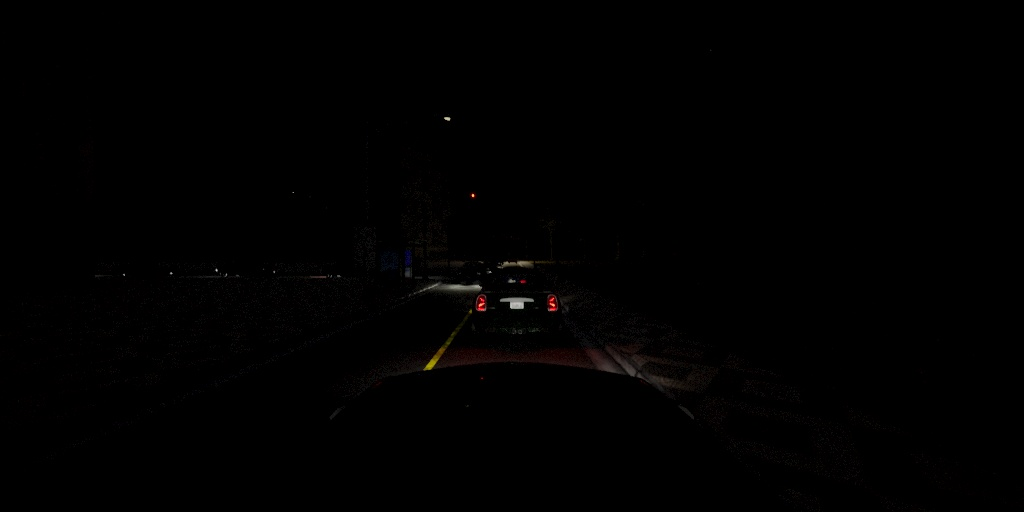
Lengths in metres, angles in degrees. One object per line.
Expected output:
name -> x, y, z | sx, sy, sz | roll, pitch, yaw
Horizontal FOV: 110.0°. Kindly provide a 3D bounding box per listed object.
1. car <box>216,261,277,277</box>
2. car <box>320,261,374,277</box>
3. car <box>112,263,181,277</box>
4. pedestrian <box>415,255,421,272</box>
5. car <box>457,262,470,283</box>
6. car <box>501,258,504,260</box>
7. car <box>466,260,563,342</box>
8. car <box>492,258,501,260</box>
car -> -23.815, 1.160, 32.263 | 4.902, 1.511, 2.128 | 0, 1, 2
car -> -14.443, 1.186, 31.996 | 4.902, 1.511, 2.128 | 0, 1, 2
car -> -33.052, 1.243, 32.532 | 4.718, 1.301, 1.895 | 0, 1, 2
pedestrian -> -9.969, 0.793, 38.103 | 0.375, 1.860, 0.375 | 0, 0, 2
car -> -3.019, 1.205, 27.518 | 1.882, 1.535, 5.008 | 0, 0, 0
car -> -2.876, 1.165, 64.226 | 1.837, 1.490, 4.892 | 0, 0, 0
car -> 0.116, 1.097, 9.949 | 2.097, 1.767, 4.553 | 0, 0, 0
car -> -2.953, 1.239, 47.762 | 2.033, 1.411, 5.357 | 0, 0, 0
